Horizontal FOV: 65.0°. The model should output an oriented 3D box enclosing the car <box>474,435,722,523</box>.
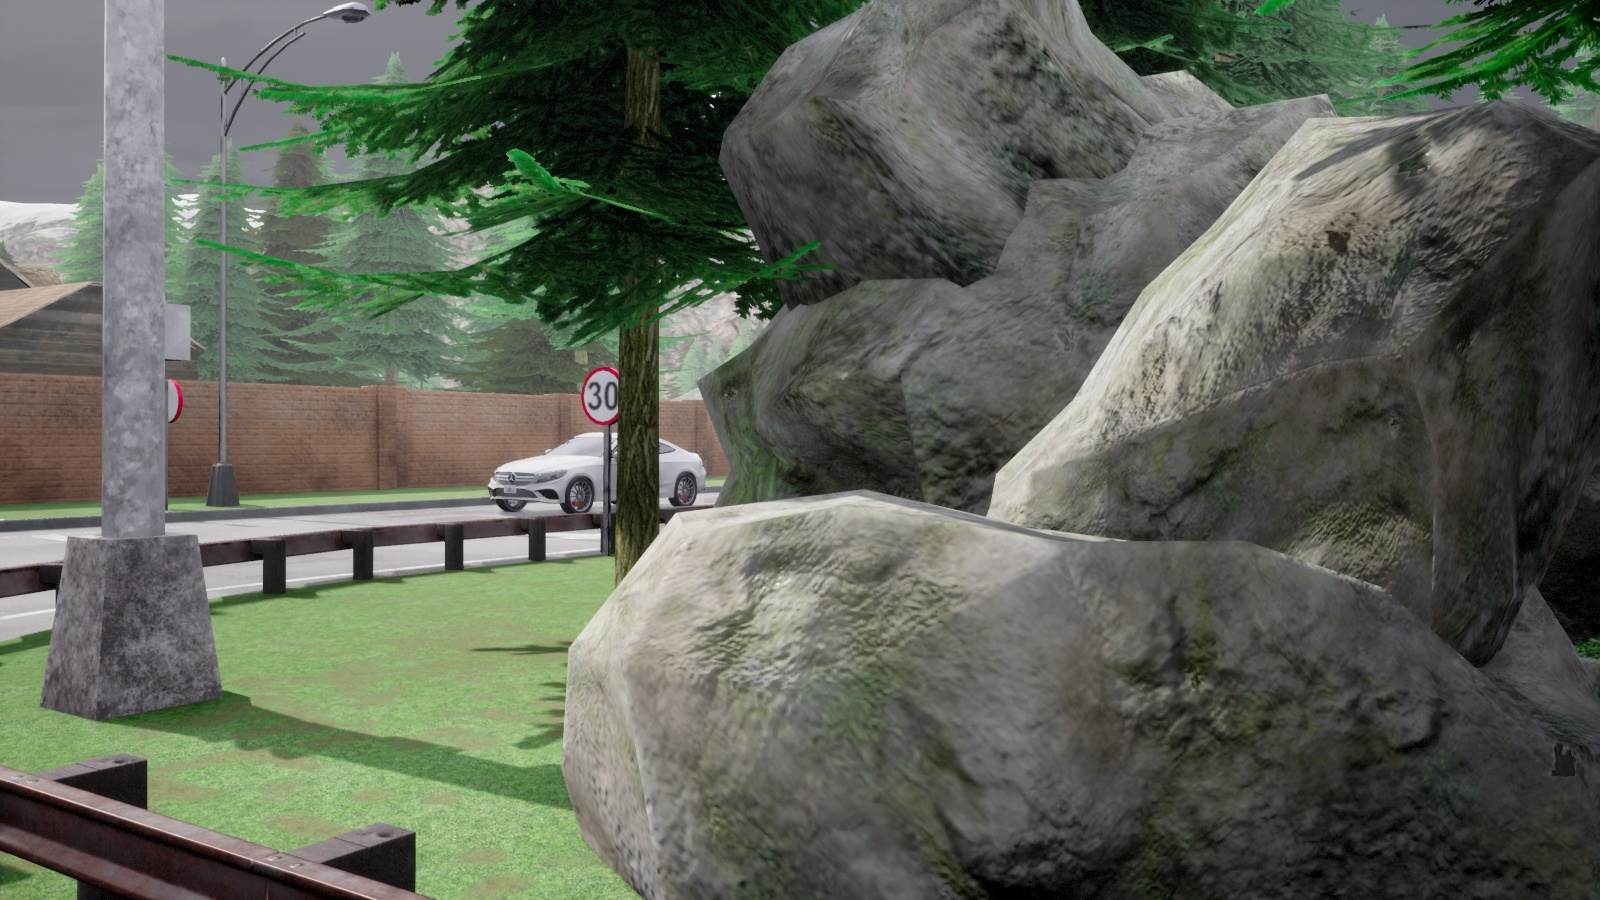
[{"bbox_3d":[-3.608,0.457,23.271,1.812,1.442,4.674,0,1,34],"label":"car"}]
